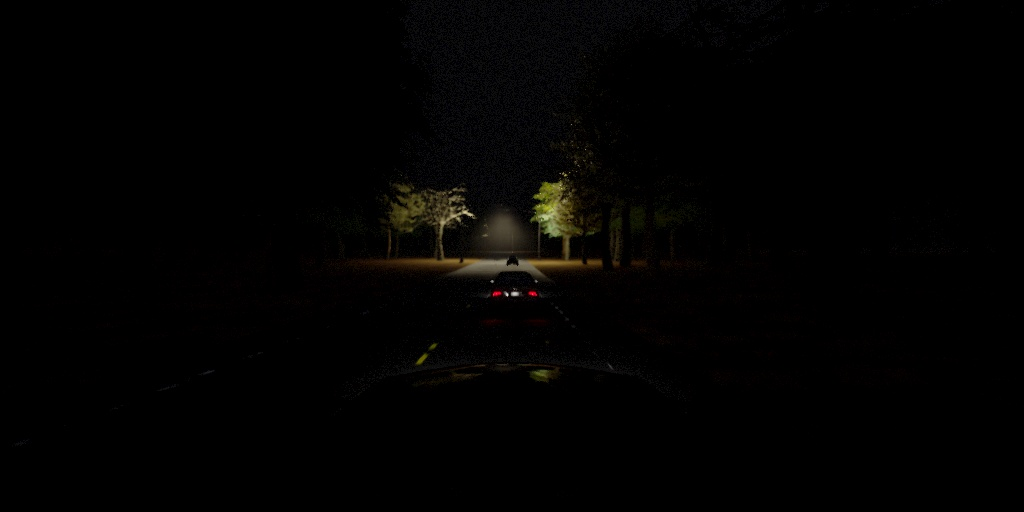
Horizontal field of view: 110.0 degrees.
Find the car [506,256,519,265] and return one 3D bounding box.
[{"bbox_3d":[0.093,0.734,58.554,1.837,1.490,4.892,0,1,0],"label":"car"}]

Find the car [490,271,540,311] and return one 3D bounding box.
[{"bbox_3d":[0.097,1.329,14.580,2.033,1.411,5.357,0,0,0],"label":"car"}]
